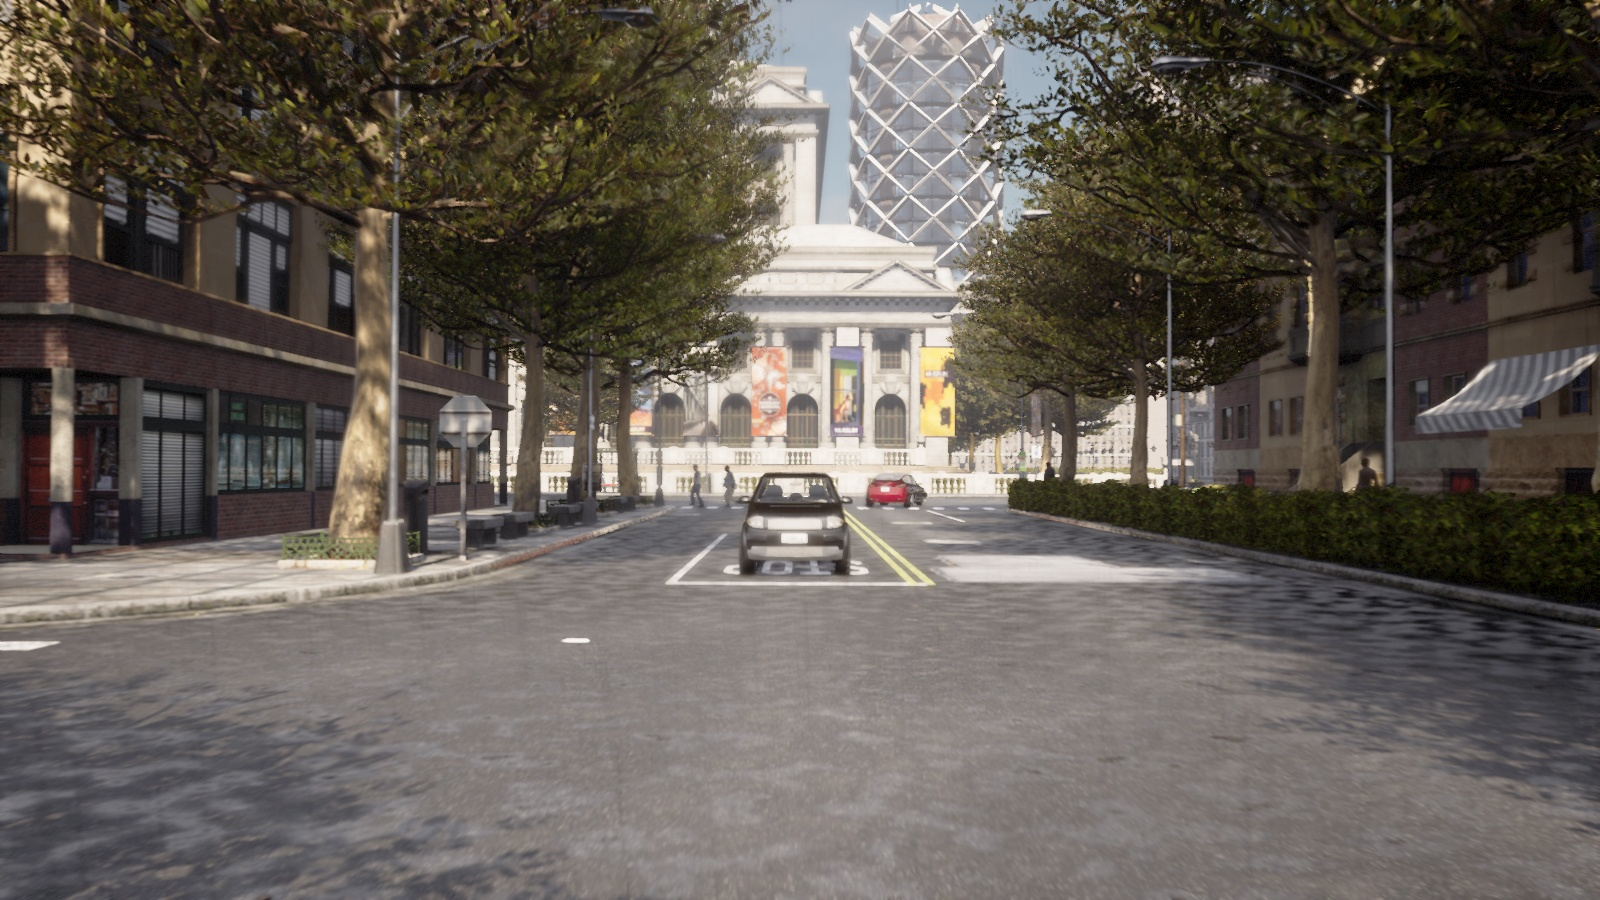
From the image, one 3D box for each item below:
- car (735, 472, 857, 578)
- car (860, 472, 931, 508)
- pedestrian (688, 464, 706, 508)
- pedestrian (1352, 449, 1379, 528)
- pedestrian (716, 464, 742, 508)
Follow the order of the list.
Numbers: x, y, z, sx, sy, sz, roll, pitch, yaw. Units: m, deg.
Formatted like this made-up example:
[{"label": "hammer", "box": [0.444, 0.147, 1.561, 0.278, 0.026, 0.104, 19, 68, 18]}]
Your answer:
[{"label": "car", "box": [-0.058, 1.133, 20.294, 1.789, 1.549, 3.705, 0, -1, 0]}, {"label": "car", "box": [4.296, 1.727, 55.560, 2.163, 1.488, 4.792, -1, -1, 16]}, {"label": "pedestrian", "box": [-4.386, 1.530, 53.573, 0.706, 1.836, 0.354, 0, -1, 4]}, {"label": "pedestrian", "box": [13.379, 0.915, 29.696, 0.331, 1.846, 0.634, 0, -1, 0]}, {"label": "pedestrian", "box": [-2.997, 1.522, 53.114, 0.900, 1.855, 0.874, 0, -1, -17]}]
